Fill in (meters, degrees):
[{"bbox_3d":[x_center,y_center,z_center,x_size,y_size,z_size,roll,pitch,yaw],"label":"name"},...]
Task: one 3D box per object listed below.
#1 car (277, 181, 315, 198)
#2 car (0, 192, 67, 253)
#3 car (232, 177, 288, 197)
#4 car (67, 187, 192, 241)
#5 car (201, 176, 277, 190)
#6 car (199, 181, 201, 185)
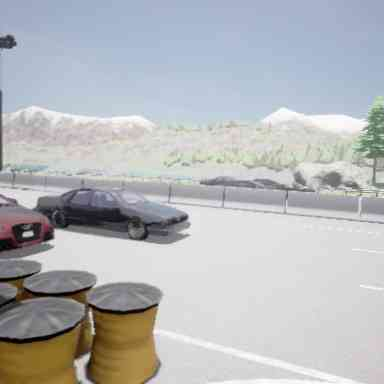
[{"bbox_3d":[7.106,-0.090,26.008,4.718,1.301,1.895,4,5,24],"label":"car"},{"bbox_3d":[-5.586,0.649,8.449,4.181,1.385,1.994,4,5,24],"label":"car"},{"bbox_3d":[6.176,-0.522,30.211,4.674,1.442,1.812,4,5,23],"label":"car"},{"bbox_3d":[-2.740,0.562,11.018,5.357,1.411,2.033,4,5,24],"label":"car"},{"bbox_3d":[3.336,-0.163,23.823,4.674,1.442,1.812,4,5,23],"label":"car"},{"bbox_3d":[3.453,-0.996,35.232,5.357,1.411,2.033,4,5,24],"label":"car"}]
